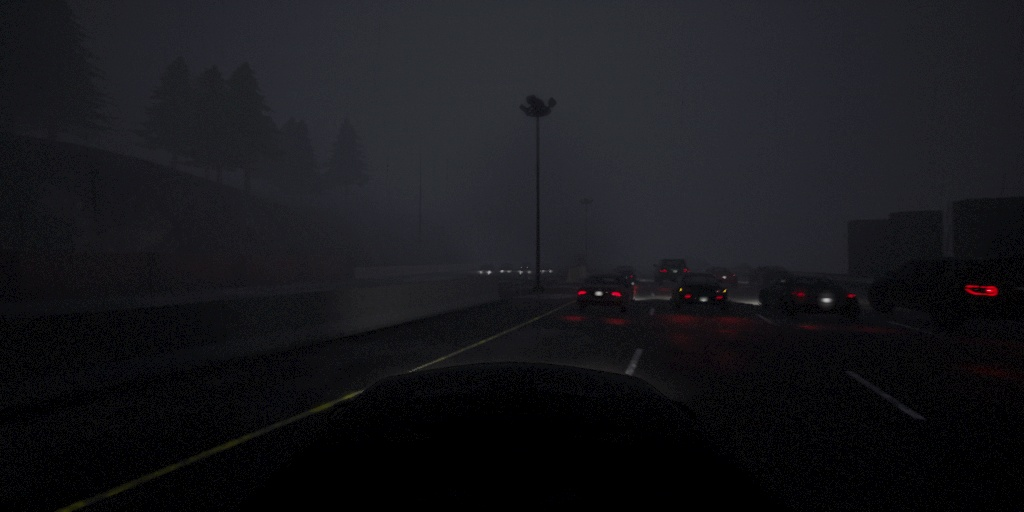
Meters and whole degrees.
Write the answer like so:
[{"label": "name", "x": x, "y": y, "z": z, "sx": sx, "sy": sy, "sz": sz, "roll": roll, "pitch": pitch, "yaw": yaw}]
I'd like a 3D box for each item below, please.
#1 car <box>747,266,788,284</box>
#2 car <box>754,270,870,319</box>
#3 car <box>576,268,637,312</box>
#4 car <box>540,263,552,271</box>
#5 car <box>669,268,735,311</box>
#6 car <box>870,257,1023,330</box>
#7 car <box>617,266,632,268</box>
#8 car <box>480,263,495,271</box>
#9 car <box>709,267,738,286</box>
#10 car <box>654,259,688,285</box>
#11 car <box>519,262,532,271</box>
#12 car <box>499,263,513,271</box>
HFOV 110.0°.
[{"label": "car", "x": 19.624, "y": 1.493, "z": 27.432, "sx": 1.837, "sy": 1.490, "sz": 4.892, "roll": 0, "pitch": 0, "yaw": 17}, {"label": "car", "x": 10.907, "y": 1.421, "z": 13.470, "sx": 1.994, "sy": 1.385, "sz": 4.181, "roll": 0, "pitch": -1, "yaw": 22}, {"label": "car", "x": 4.071, "y": 1.427, "z": 15.230, "sx": 2.033, "sy": 1.411, "sz": 5.357, "roll": 0, "pitch": -1, "yaw": 22}, {"label": "car", "x": 6.076, "y": 1.899, "z": 63.781, "sx": 2.033, "sy": 1.411, "sz": 5.357, "roll": 0, "pitch": -1, "yaw": 8}, {"label": "car", "x": 7.805, "y": 1.400, "z": 15.145, "sx": 1.812, "sy": 1.442, "sz": 4.674, "roll": 0, "pitch": 0, "yaw": 22}, {"label": "car", "x": 13.774, "y": 1.057, "z": 11.222, "sx": 2.150, "sy": 2.045, "sz": 5.566, "roll": 0, "pitch": 0, "yaw": 22}, {"label": "car", "x": 9.750, "y": 1.554, "z": 31.040, "sx": 1.812, "sy": 1.442, "sz": 4.674, "roll": 0, "pitch": 0, "yaw": 17}, {"label": "car", "x": -4.430, "y": 1.967, "z": 64.411, "sx": 1.895, "sy": 1.301, "sz": 4.718, "roll": 0, "pitch": -1, "yaw": 8}, {"label": "car", "x": 16.268, "y": 1.562, "z": 28.419, "sx": 1.994, "sy": 1.385, "sz": 4.181, "roll": 0, "pitch": 0, "yaw": 17}, {"label": "car", "x": 12.696, "y": 1.228, "z": 28.705, "sx": 2.150, "sy": 2.045, "sz": 5.566, "roll": 0, "pitch": 0, "yaw": 18}, {"label": "car", "x": 2.425, "y": 1.853, "z": 63.164, "sx": 1.837, "sy": 1.490, "sz": 4.892, "roll": 0, "pitch": -1, "yaw": 8}, {"label": "car", "x": -0.918, "y": 1.909, "z": 64.185, "sx": 2.033, "sy": 1.411, "sz": 5.357, "roll": 0, "pitch": -1, "yaw": 8}]
